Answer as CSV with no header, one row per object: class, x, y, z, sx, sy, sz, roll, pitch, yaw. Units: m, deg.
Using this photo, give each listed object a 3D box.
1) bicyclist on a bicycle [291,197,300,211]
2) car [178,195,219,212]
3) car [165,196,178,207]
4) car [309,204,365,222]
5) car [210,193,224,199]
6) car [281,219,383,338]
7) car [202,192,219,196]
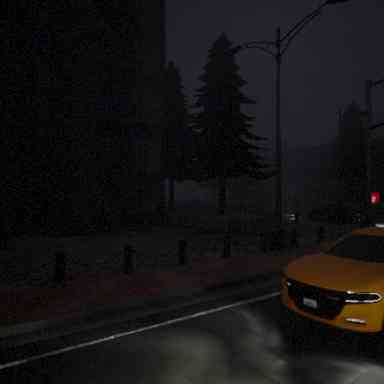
bicyclist on a bicycle,11.427,1.316,36.632,1.656,1.620,0.582,0,0,-37
car,0.926,1.493,38.122,1.882,1.535,5.008,0,0,-37
car,-3.646,1.616,50.434,1.895,1.301,4.718,0,0,-34
car,10.935,1.579,24.809,1.994,1.385,4.181,0,0,-36
car,7.168,1.092,94.497,1.905,1.878,3.866,0,0,-37
car,3.927,1.477,6.672,5.008,1.535,1.882,0,0,-34
car,5.081,1.113,92.433,1.932,1.855,4.605,0,0,-37
